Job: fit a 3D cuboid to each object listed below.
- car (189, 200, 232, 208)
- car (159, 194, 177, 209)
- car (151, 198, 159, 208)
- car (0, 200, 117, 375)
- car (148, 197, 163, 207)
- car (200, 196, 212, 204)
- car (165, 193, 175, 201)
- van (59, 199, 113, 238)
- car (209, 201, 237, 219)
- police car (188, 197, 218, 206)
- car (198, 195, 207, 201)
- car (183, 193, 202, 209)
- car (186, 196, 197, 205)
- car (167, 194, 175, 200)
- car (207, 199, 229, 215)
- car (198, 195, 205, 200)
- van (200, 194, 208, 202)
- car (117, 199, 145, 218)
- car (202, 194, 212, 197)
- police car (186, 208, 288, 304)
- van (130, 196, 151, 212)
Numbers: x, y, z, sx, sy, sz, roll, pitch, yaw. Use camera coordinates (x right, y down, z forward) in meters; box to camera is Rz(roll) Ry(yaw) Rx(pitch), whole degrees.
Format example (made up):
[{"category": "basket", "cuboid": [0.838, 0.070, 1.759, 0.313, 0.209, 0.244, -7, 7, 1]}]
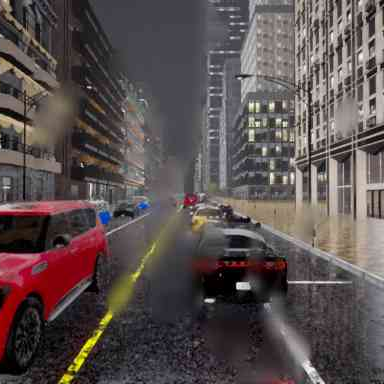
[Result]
[{"category": "car", "cuboid": [0.882, 1.456, 18.445, 1.801, 1.575, 5.366, 0, 0, 0]}, {"category": "car", "cuboid": [-3.044, 1.465, 45.402, 1.882, 1.535, 5.008, 0, 0, 0]}, {"category": "car", "cuboid": [-5.720, 1.537, 46.838, 2.008, 1.369, 4.403, 1, 0, 0]}, {"category": "car", "cuboid": [-3.107, 1.223, 5.946, 2.150, 2.045, 5.566, 0, 0, 0]}, {"category": "car", "cuboid": [-5.726, 1.562, 52.535, 1.802, 1.307, 4.206, 1, 0, 0]}, {"category": "car", "cuboid": [2.645, 1.517, 63.822, 2.008, 1.369, 4.403, 1, 0, 0]}, {"category": "car", "cuboid": [-5.751, 1.248, 86.728, 2.192, 1.841, 5.009, 1, 0, 0]}, {"category": "van", "cuboid": [-5.690, 1.342, 18.342, 1.690, 1.788, 3.998, 1, 0, 0]}, {"category": "car", "cuboid": [2.676, 1.549, 29.634, 2.008, 1.369, 4.403, 1, 0, 0]}, {"category": "police car", "cuboid": [0.876, 1.425, 24.366, 1.930, 1.638, 5.238, 0, 0, 0]}, {"category": "car", "cuboid": [2.605, 1.509, 80.916, 1.947, 1.339, 4.313, 1, 0, 0]}, {"category": "car", "cuboid": [-0.034, 1.209, 45.675, 2.150, 2.045, 5.566, 0, 0, 1]}, {"category": "car", "cuboid": [-0.055, 1.478, 58.704, 1.837, 1.490, 4.892, 0, 0, 0]}, {"category": "car", "cuboid": [-5.759, 1.364, 92.428, 1.967, 1.590, 4.097, 1, 0, 0]}, {"category": "car", "cuboid": [2.671, 1.546, 35.331, 2.008, 1.369, 4.403, 1, 0, 0]}, {"category": "car", "cuboid": [2.585, 1.506, 92.311, 1.802, 1.307, 4.206, 1, 0, 0]}, {"category": "van", "cuboid": [2.648, 1.292, 75.218, 1.690, 1.788, 3.998, 1, 0, 0]}, {"category": "car", "cuboid": [-5.705, 1.564, 29.744, 1.947, 1.339, 4.313, 1, 0, 0]}, {"category": "car", "cuboid": [2.655, 1.289, 58.125, 2.192, 1.841, 5.009, 1, 0, 0]}, {"category": "police car", "cuboid": [0.891, 1.427, 8.363, 1.930, 1.638, 5.238, 0, 0, 0]}, {"category": "van", "cuboid": [-5.705, 1.337, 35.441, 1.690, 1.788, 3.998, 1, 0, 0]}]
